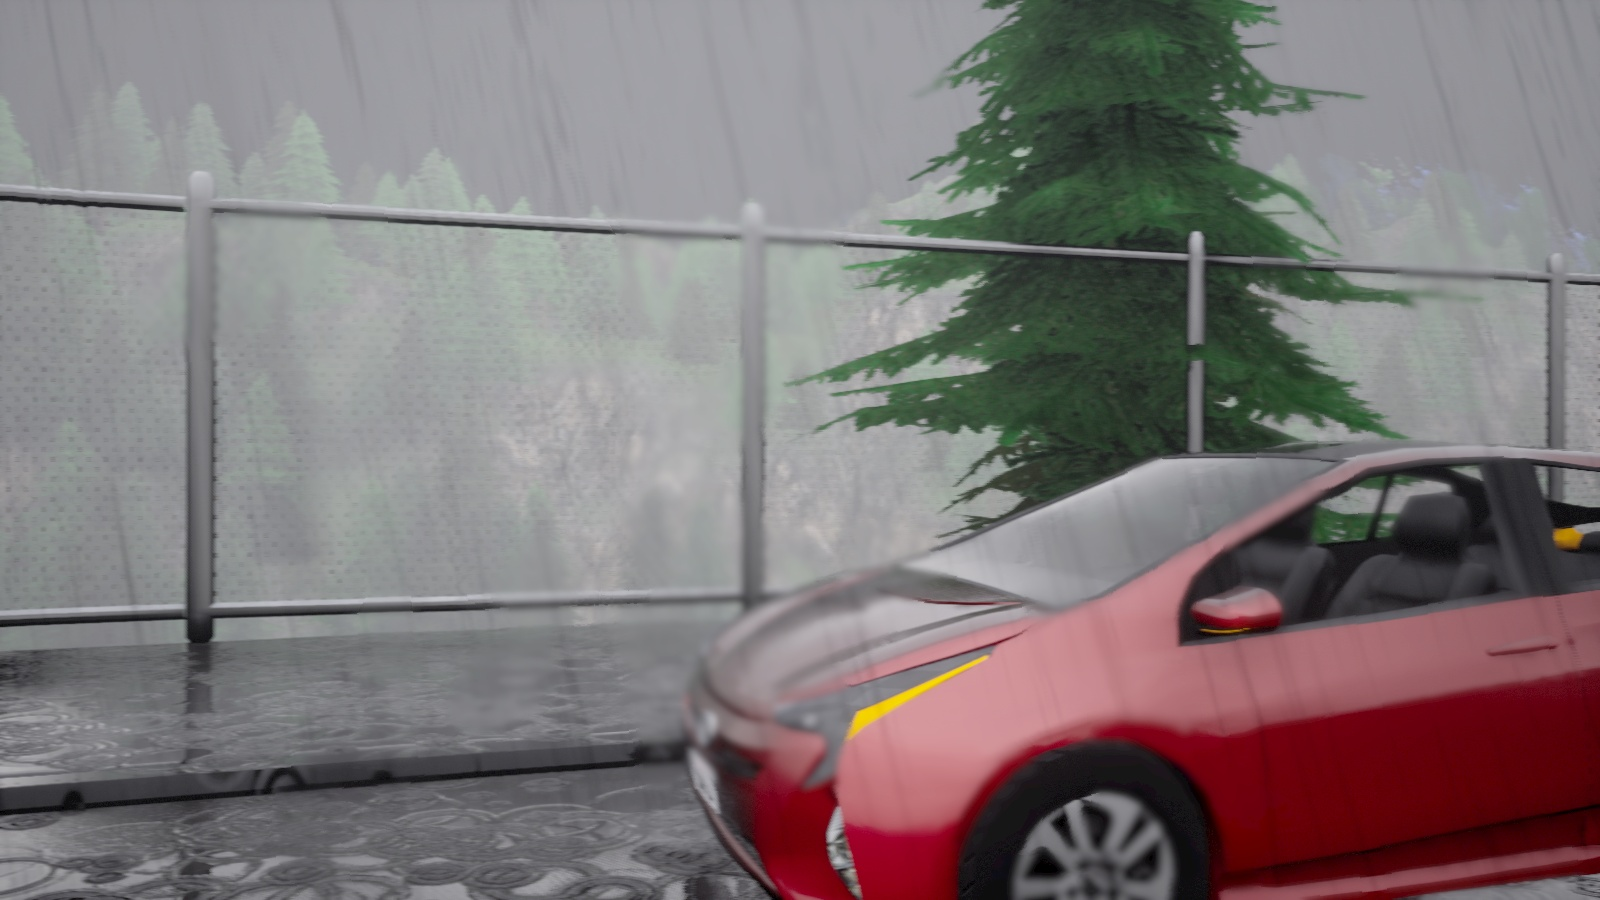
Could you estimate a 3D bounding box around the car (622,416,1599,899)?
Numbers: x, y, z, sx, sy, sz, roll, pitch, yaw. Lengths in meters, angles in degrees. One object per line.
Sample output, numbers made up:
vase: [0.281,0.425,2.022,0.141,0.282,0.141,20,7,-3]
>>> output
car: [1.769,0.683,4.495,4.514,1.525,2.007,0,0,-17]
